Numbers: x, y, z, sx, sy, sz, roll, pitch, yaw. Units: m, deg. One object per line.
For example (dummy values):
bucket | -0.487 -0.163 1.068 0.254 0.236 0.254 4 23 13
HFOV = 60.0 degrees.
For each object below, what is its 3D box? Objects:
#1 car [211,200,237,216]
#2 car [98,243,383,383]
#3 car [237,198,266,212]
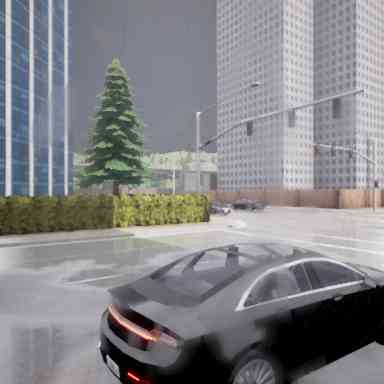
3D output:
car | 1.687 1.481 32.169 2.128 1.511 4.902 0 0 -35
car | 1.206 1.490 4.667 4.902 1.511 2.128 0 0 -35
car | 6.264 1.478 38.113 2.128 1.511 4.902 0 0 -35
